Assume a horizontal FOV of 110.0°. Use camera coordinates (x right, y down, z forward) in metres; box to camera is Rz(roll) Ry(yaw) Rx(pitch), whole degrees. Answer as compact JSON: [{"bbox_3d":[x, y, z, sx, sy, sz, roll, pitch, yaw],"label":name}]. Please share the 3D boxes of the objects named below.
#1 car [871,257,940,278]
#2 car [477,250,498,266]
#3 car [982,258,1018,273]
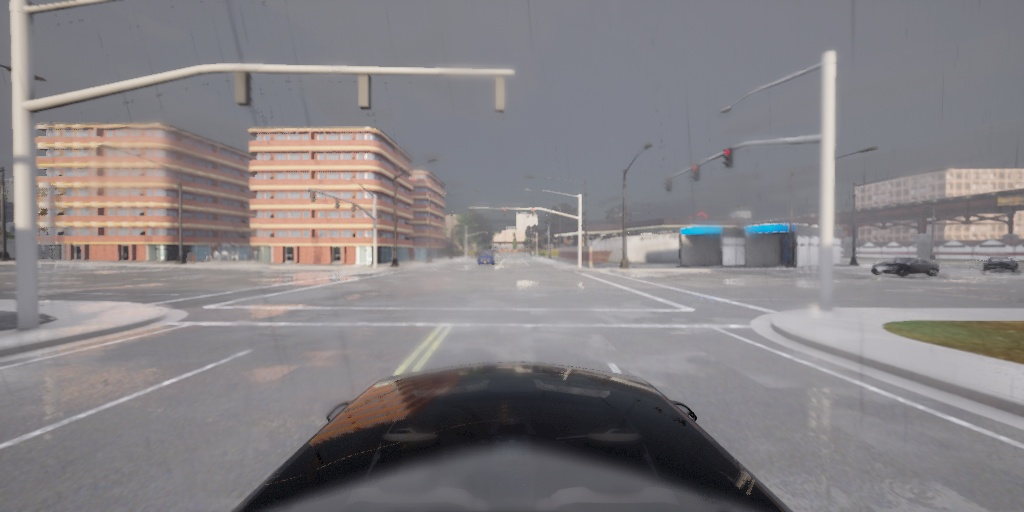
[{"bbox_3d":[30.457,0.838,27.816,4.902,1.511,2.128,0,1,-12],"label":"car"},{"bbox_3d":[-3.507,0.360,49.504,2.150,2.045,5.566,0,2,0],"label":"car"},{"bbox_3d":[46.561,0.854,34.192,4.718,1.301,1.895,-1,1,-34],"label":"car"}]
